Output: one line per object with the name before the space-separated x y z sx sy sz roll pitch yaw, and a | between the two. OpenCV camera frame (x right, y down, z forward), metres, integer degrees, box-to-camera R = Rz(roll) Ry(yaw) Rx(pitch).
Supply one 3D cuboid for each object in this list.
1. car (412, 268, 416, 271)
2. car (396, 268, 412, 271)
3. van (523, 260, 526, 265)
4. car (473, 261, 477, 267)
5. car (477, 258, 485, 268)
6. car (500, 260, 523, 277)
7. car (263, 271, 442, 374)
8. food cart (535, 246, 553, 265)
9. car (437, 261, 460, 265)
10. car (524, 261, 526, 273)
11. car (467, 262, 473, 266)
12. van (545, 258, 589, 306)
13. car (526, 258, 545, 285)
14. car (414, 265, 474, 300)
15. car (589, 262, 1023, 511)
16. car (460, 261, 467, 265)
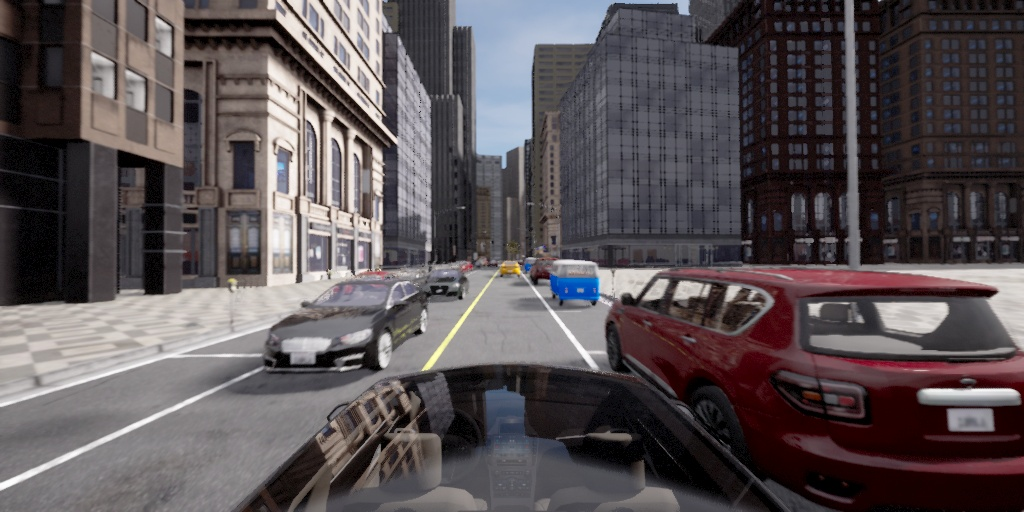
car | -6.005 1.356 20.804 2.007 1.370 4.403 0 0 -1
car | -5.956 1.345 15.345 1.888 1.381 4.507 0 0 -1
van | 2.324 1.128 42.711 1.690 1.789 3.998 0 0 -1
car | -6.250 1.412 48.099 1.888 1.381 4.507 0 0 -1
car | -6.396 1.503 64.475 1.948 1.339 4.313 0 0 -1
car | -0.189 1.267 35.899 1.882 1.535 5.008 0 0 -1
car | -3.135 1.266 7.795 2.128 1.511 4.902 0 0 0
food cart | 5.171 0.278 56.011 2.280 3.560 4.660 0 0 -1
car | -6.103 1.374 31.723 2.007 1.370 4.403 0 0 -1
car | 2.422 1.312 31.792 2.007 1.370 4.403 0 0 -1
car | -6.201 1.289 42.641 1.967 1.591 4.097 0 0 -1
van | 2.569 1.079 15.413 1.690 1.789 3.998 0 0 -1
car | 2.471 1.067 26.332 2.192 1.841 5.009 0 0 -1
car | -3.222 1.347 17.809 1.994 1.385 4.181 0 0 -1
car | 2.667 1.046 4.493 2.192 1.841 5.009 0 0 -1
car | -6.152 1.385 37.182 2.007 1.370 4.403 0 0 -1
